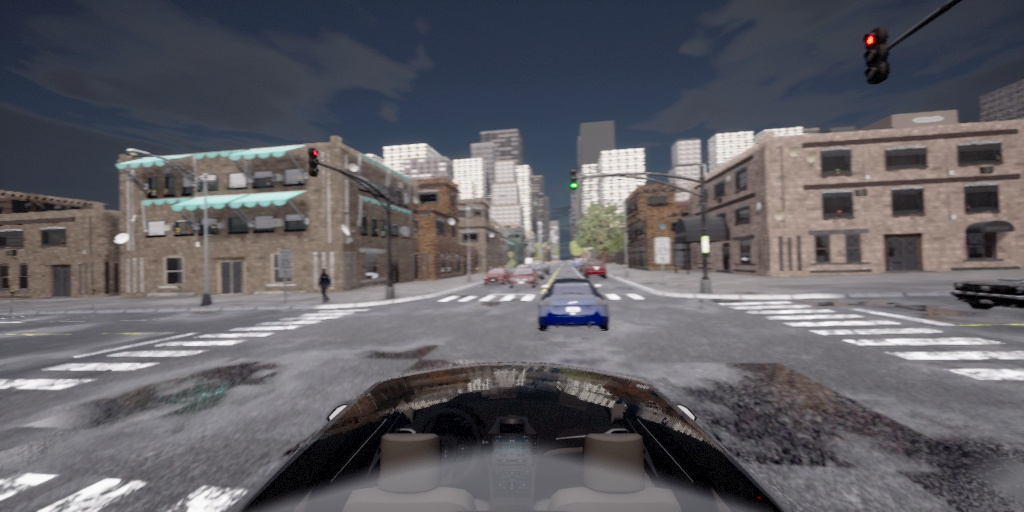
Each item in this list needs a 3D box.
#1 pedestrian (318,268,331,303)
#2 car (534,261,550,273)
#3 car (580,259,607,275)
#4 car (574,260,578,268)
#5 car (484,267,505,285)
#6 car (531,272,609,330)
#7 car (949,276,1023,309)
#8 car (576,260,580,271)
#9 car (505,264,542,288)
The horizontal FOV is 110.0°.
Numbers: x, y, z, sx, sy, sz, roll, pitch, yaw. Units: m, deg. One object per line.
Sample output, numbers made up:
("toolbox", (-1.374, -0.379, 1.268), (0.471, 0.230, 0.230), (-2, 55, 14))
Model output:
("pedestrian", (-9.763, 1.504, 18.723), (0.375, 1.860, 0.375), (-2, 0, 8))
("car", (2.337, 1.600, 35.822), (2.128, 1.511, 4.902), (-2, -1, 8))
("car", (8.025, 1.256, 34.709), (2.192, 1.841, 5.009), (0, 0, 9))
("car", (11.299, 1.688, 56.566), (2.007, 1.370, 4.403), (0, 0, 9))
("car", (-1.165, 1.680, 30.501), (1.888, 1.381, 4.507), (0, 0, 9))
("car", (1.886, 1.378, 11.341), (1.994, 1.385, 4.181), (-2, -1, 9))
("car", (15.225, 0.862, 9.585), (4.718, 1.301, 1.895), (-2, -1, 8))
("car", (10.481, 1.653, 51.102), (1.948, 1.339, 4.313), (0, 0, 9))
("car", (0.956, 1.554, 26.635), (1.812, 1.442, 4.674), (-2, -1, 9))
